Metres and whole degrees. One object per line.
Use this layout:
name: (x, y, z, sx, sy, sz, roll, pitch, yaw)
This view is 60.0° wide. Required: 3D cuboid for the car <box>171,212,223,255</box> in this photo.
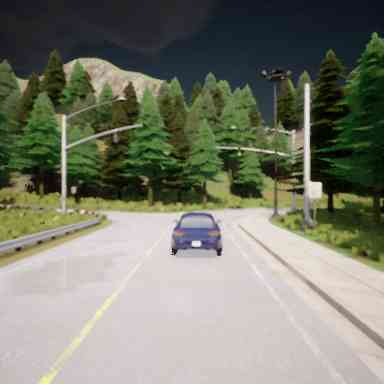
car: (0.204, 1.528, 13.197, 1.812, 1.442, 4.674, 0, 0, 1)
